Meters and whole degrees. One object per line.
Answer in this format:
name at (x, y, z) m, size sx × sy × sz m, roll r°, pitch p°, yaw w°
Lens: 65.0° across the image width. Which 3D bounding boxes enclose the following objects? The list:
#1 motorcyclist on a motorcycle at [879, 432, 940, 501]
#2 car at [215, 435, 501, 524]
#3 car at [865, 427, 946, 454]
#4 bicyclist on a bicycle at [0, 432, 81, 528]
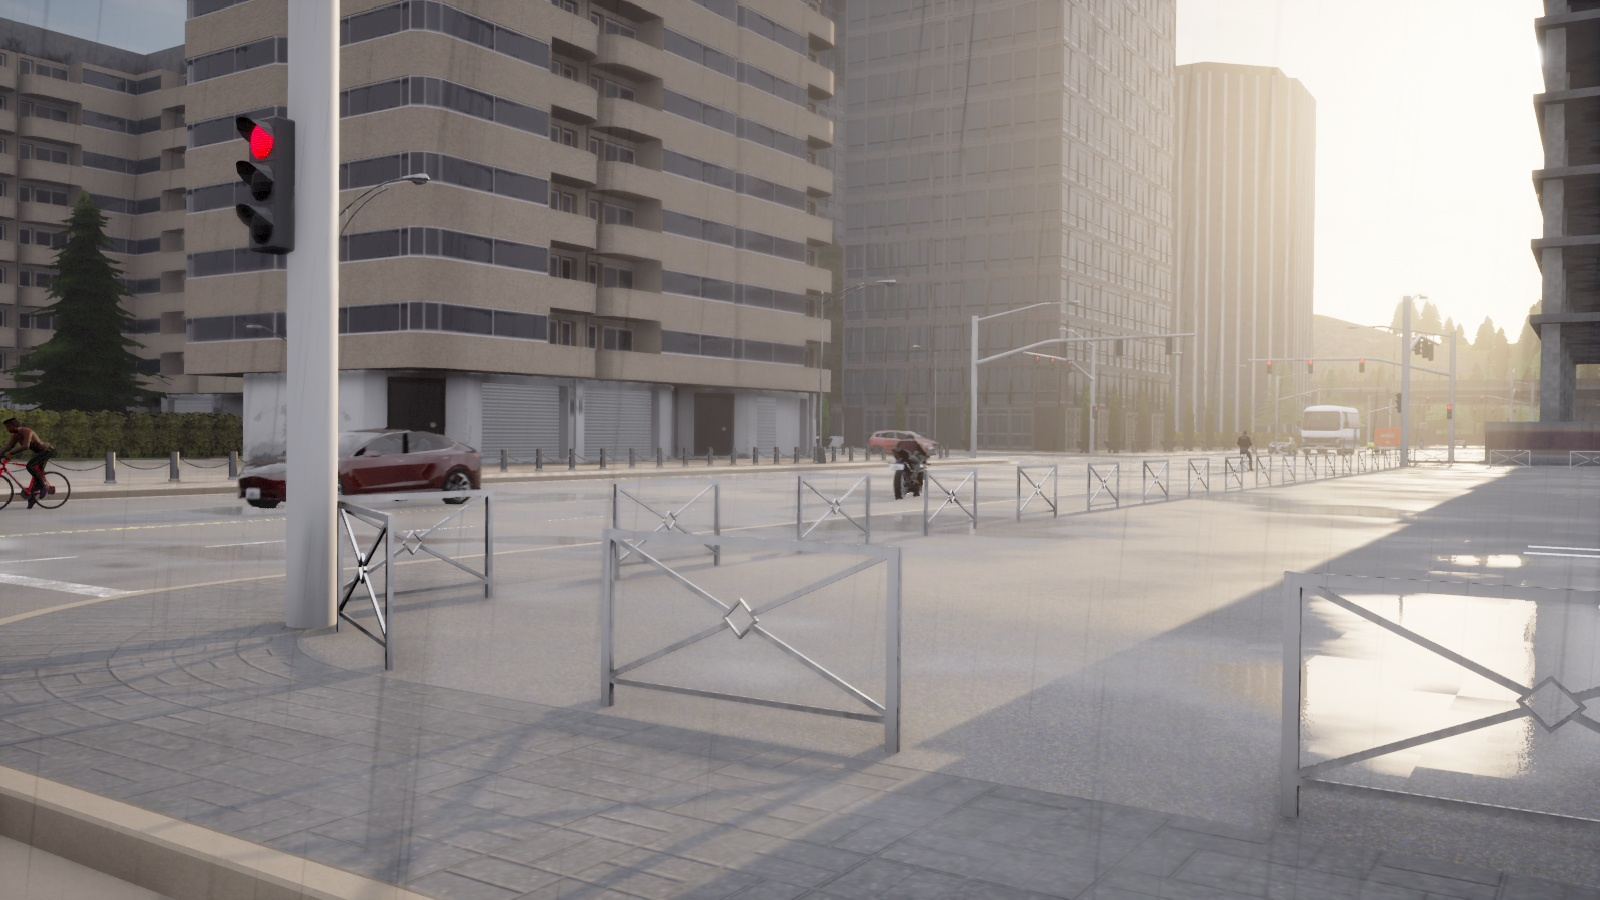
motorcyclist on a motorcycle at (2.553, 0.346, 29.078) m, size 0.866 × 1.530 × 2.191 m, roll 0°, pitch 1°, yaw 20°
car at (-8.236, 0.480, 23.882) m, size 2.163 × 1.488 × 4.792 m, roll 0°, pitch 1°, yaw 33°
car at (6.689, -0.631, 80.020) m, size 4.611 × 1.667 × 2.242 m, roll 0°, pitch 1°, yaw 32°
bicyclist on a bicycle at (-13.599, 0.507, 21.982) m, size 0.582 × 1.620 × 1.656 m, roll 0°, pitch 1°, yaw 33°
